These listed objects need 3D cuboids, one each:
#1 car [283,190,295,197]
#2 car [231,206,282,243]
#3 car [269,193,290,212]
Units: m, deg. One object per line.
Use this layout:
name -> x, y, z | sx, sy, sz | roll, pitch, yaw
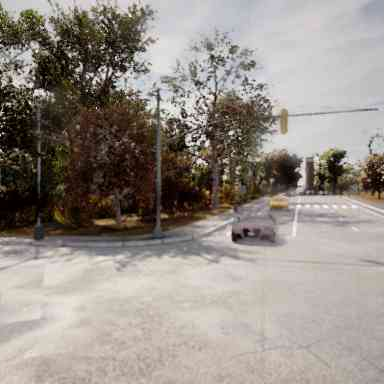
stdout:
car -> 17.703, 0.279, 60.469 | 2.097, 1.767, 4.553 | 0, 1, 19
car -> 3.209, 1.638, 16.498 | 1.994, 1.385, 4.181 | 0, 0, 18
car -> 9.343, 1.252, 35.439 | 1.882, 1.535, 5.008 | 0, 1, 18
